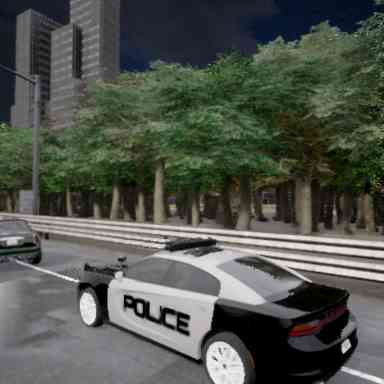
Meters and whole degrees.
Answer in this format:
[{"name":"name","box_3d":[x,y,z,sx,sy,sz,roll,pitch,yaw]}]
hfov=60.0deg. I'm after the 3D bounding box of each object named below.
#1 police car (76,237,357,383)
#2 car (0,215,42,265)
[{"name":"police car","box_3d":[-0.134,1.599,5.593,5.238,1.638,1.930,-1,-2,43]},{"name":"car","box_3d":[-7.402,1.684,12.257,4.553,1.767,2.097,-1,-2,43]}]
